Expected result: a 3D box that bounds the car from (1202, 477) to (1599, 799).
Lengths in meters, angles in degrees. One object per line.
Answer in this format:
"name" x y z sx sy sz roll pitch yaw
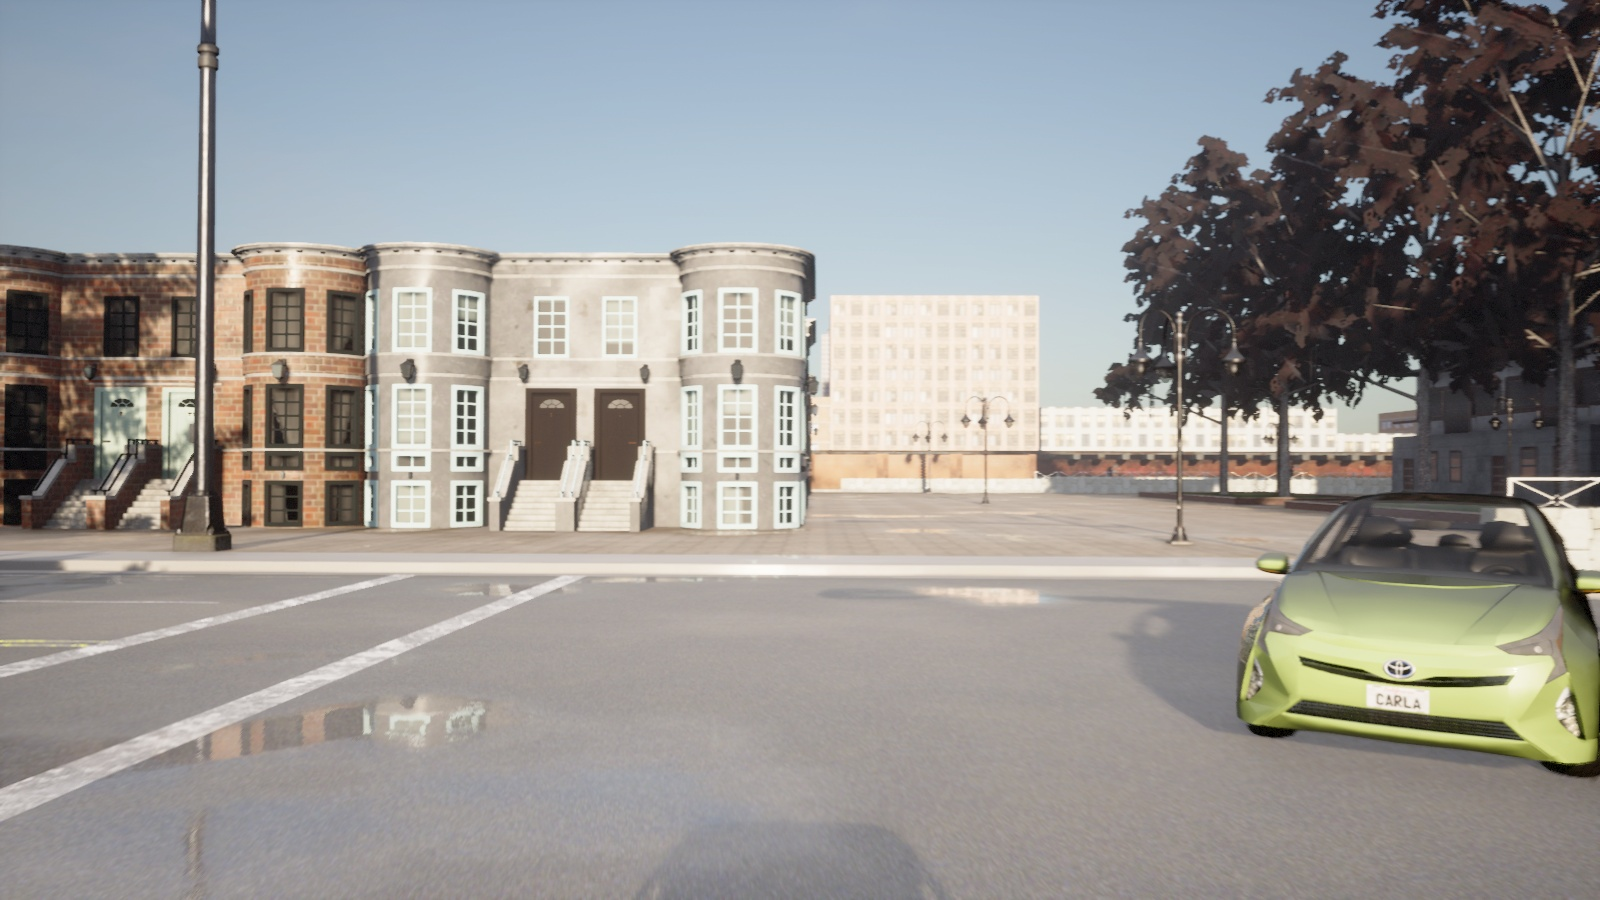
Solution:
"car" 4.349 0.989 8.683 2.007 1.525 4.514 1 0 31
